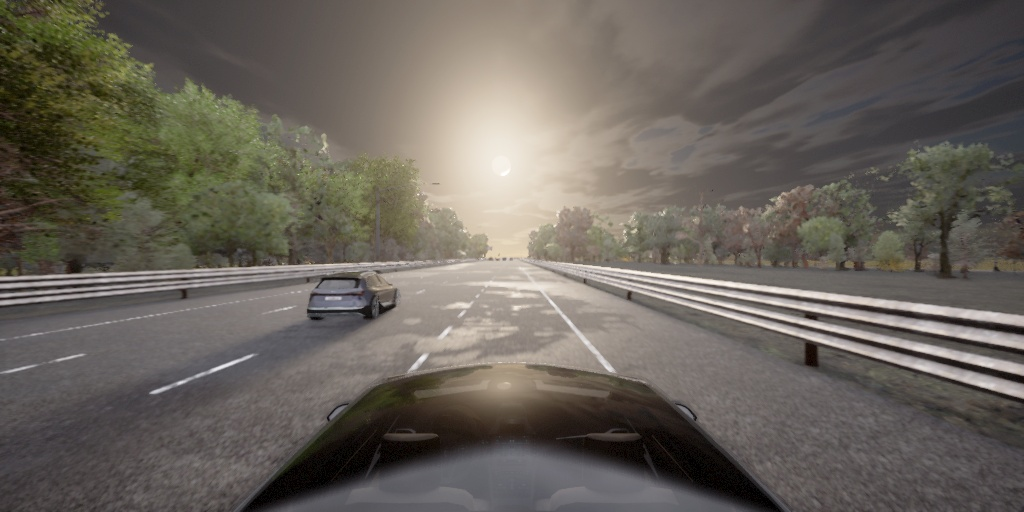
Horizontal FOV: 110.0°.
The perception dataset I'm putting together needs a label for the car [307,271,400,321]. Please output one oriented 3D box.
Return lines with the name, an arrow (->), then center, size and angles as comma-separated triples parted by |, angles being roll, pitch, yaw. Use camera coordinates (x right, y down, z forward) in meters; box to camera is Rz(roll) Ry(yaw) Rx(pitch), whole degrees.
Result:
car -> -5.399, 1.344, 12.740 | 2.033, 1.649, 4.856 | 0, -1, -5
